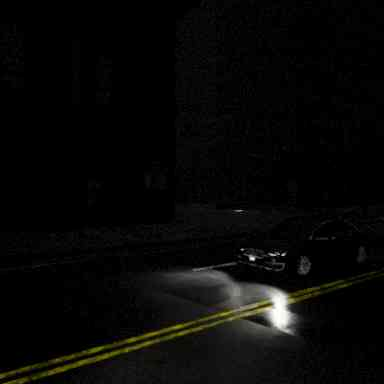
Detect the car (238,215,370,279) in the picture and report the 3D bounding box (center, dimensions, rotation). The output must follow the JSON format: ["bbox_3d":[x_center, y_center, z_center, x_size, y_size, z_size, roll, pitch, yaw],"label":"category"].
[{"bbox_3d":[3.575,1.518,10.210,4.892,1.490,1.837,0,0,-35],"label":"car"}]

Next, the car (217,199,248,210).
[{"bbox_3d":[5.652,1.798,46.758,1.882,1.535,5.008,0,0,-35],"label":"car"}]
